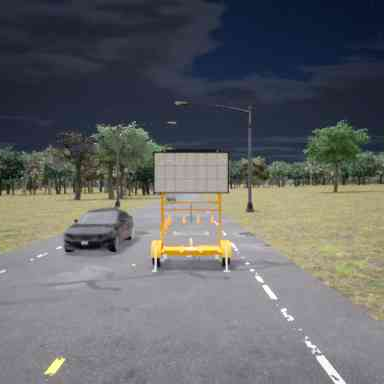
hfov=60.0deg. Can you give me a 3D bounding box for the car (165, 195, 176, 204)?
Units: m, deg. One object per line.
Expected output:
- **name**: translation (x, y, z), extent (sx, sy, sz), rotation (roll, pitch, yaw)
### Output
- **car**: translation (-3.650, 1.229, 57.225), extent (2.033, 1.411, 5.357), rotation (0, 1, 0)

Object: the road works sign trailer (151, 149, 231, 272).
- **road works sign trailer**: translation (-0.027, 0.446, 10.685), extent (2.380, 3.560, 2.880), rotation (0, 0, 0)

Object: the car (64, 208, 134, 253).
- **car**: translation (-3.634, 1.449, 13.750), extent (1.882, 1.535, 5.008), rotation (0, 0, 0)
